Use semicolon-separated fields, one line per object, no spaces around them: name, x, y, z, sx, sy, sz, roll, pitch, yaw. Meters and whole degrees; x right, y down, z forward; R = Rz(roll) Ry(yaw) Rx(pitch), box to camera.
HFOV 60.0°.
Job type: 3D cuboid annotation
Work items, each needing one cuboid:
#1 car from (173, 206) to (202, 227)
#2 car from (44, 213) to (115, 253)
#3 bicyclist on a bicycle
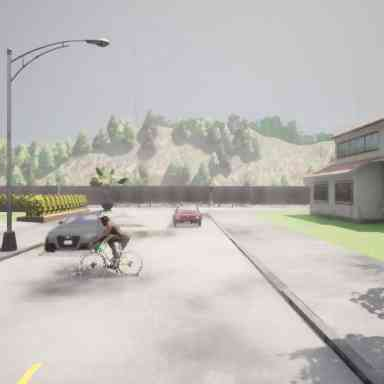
car;-0.319;1.601;22.903;1.895;1.301;4.718;0;0;-1
car;-4.327;1.564;13.535;1.994;1.385;4.181;0;0;-1
bicyclist on a bicycle;-2.143;1.451;8.844;1.656;1.620;0.582;-1;0;-2
